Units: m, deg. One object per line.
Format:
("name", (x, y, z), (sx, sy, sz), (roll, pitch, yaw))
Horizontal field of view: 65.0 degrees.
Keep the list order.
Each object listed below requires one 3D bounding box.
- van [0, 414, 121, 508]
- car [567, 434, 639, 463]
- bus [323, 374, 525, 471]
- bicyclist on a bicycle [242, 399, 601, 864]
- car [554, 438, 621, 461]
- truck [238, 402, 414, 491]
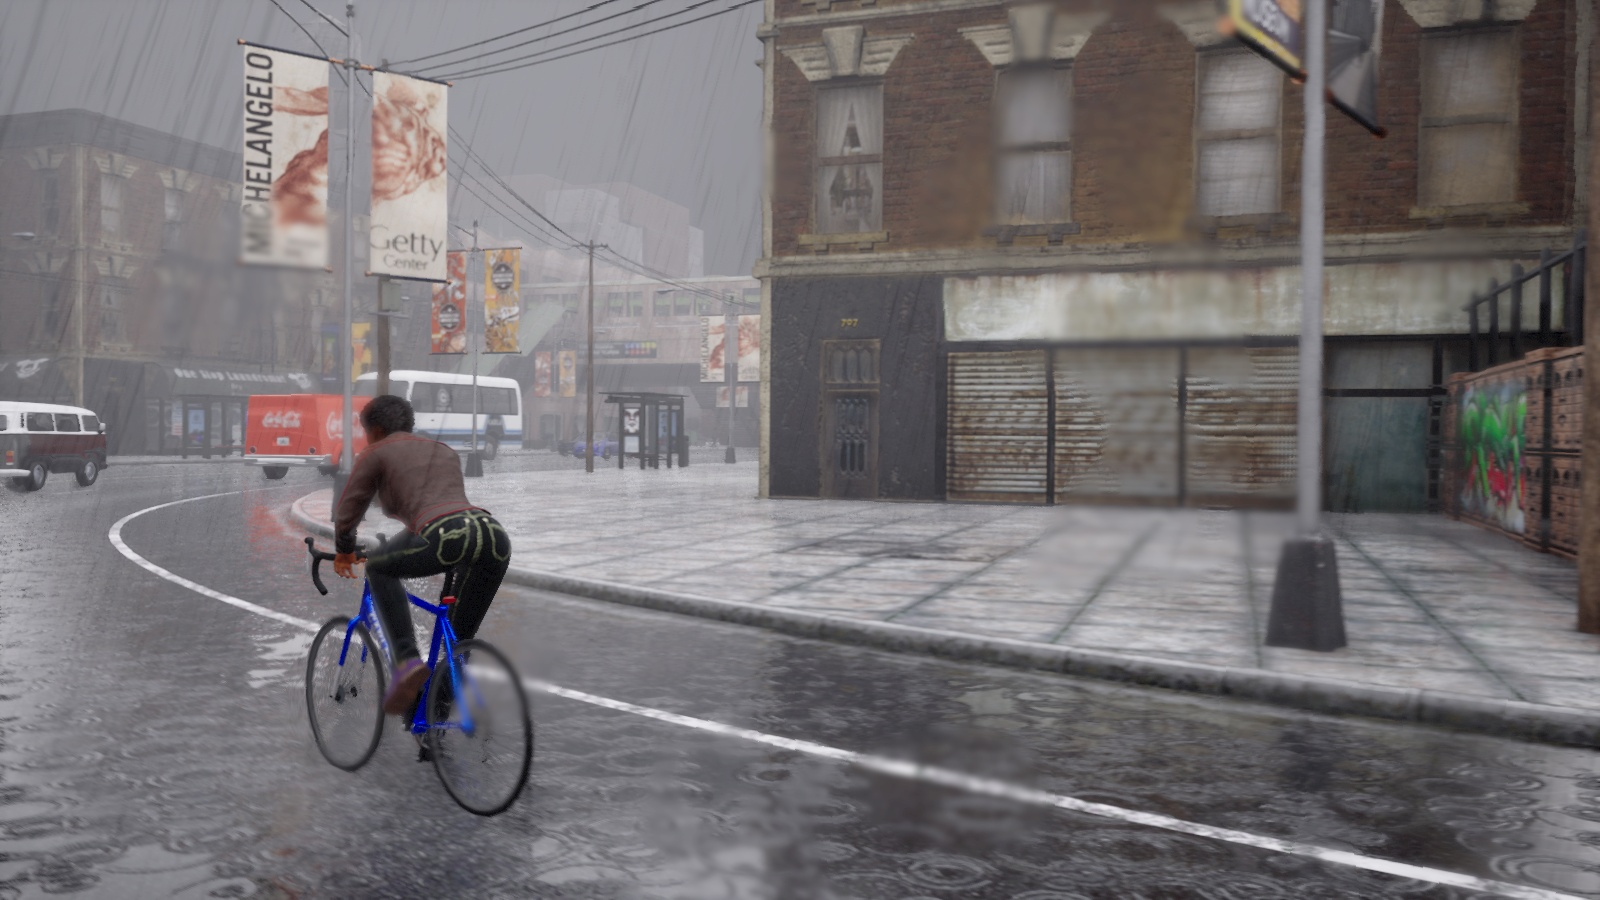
("van", (-18.174, 0.227, 29.668), (2.069, 2.038, 4.480), (-1, 1, -5))
("car", (-10.809, -0.123, 69.200), (2.007, 1.525, 4.514), (0, 1, 19))
("bus", (-17.672, -1.271, 60.225), (3.944, 4.253, 10.273), (0, 1, 19))
("bicyclist on a bicycle", (-1.591, 0.632, 5.125), (1.656, 1.620, 0.582), (0, 0, 40))
("car", (-12.598, -0.025, 74.671), (1.895, 1.301, 4.718), (0, 1, 19))
("truck", (-14.072, -0.122, 37.748), (2.627, 2.467, 5.204), (-1, 1, 10))
